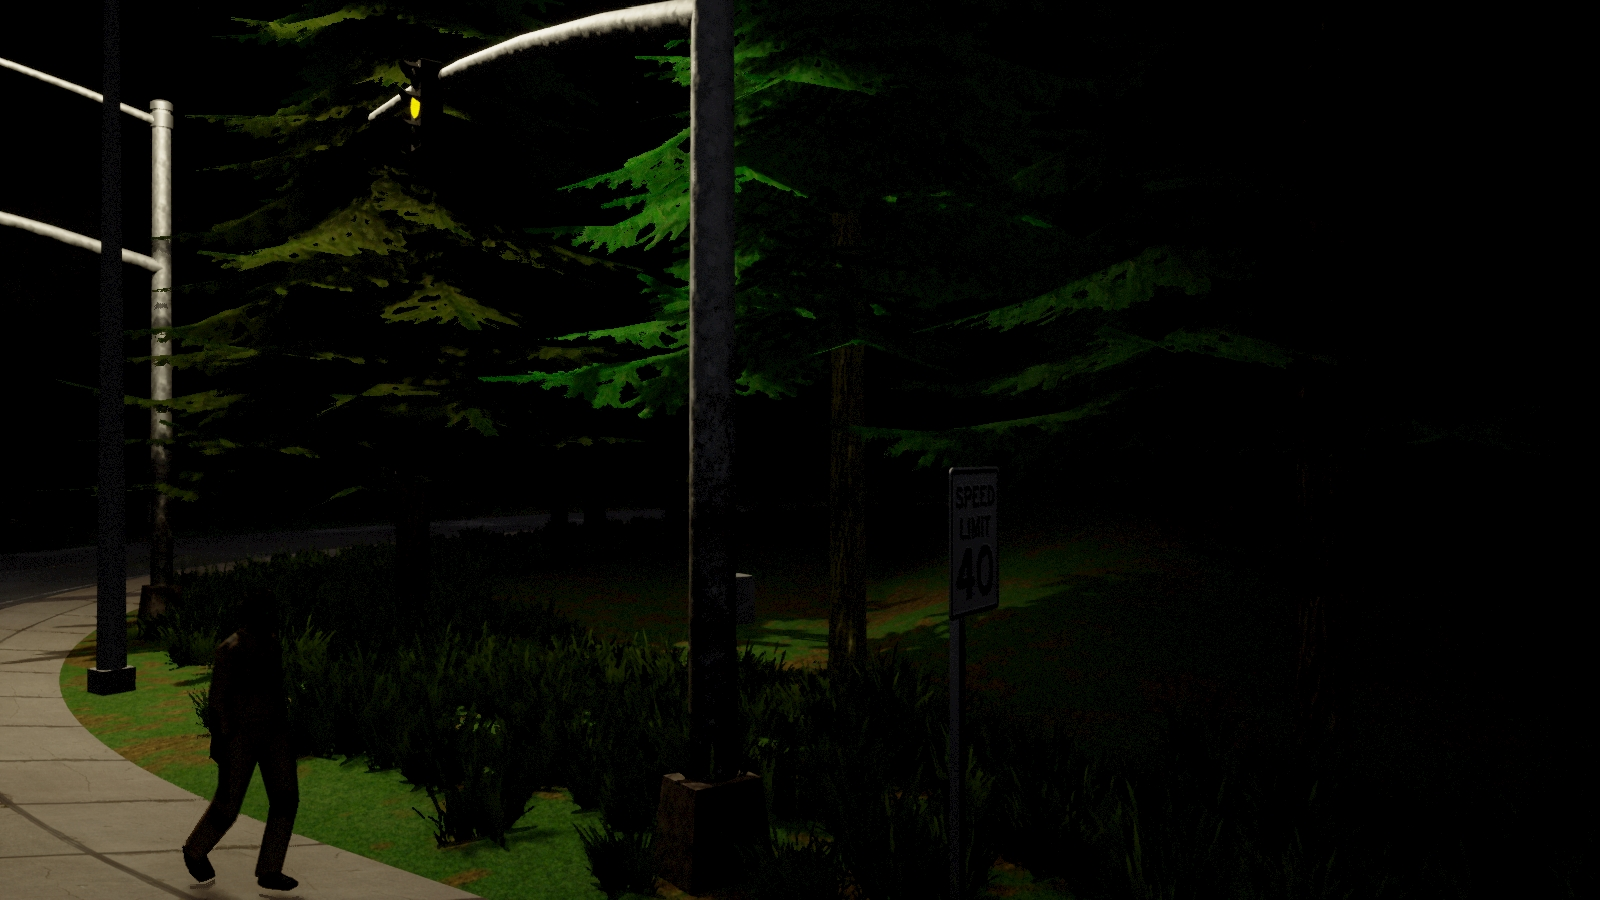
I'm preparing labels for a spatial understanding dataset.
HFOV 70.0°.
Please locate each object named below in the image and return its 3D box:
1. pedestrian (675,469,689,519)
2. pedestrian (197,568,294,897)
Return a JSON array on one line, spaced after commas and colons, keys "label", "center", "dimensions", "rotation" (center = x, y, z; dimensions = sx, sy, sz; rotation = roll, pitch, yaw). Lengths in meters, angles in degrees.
[{"label": "pedestrian", "center": [-4.456, 1.670, 43.111], "dimensions": [0.375, 1.860, 0.375], "rotation": [0, 0, 40]}, {"label": "pedestrian", "center": [-3.343, 1.671, 6.894], "dimensions": [0.375, 1.860, 0.375], "rotation": [0, 0, 24]}]
